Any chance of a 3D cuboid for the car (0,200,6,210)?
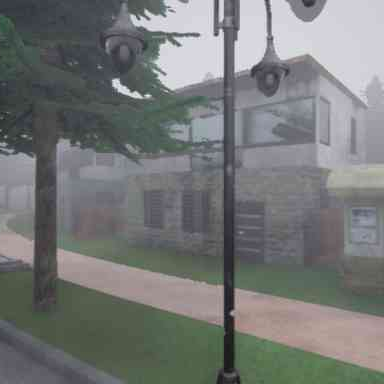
[{"bbox_3d":[-25.924,1.778,43.934,1.837,1.490,4.892,0,0,-6],"label":"car"}]
